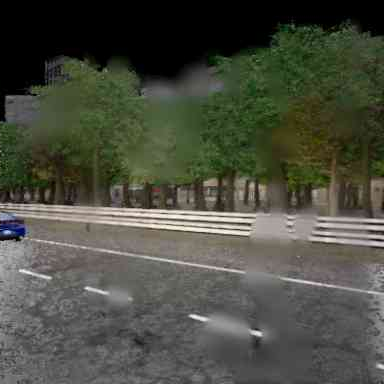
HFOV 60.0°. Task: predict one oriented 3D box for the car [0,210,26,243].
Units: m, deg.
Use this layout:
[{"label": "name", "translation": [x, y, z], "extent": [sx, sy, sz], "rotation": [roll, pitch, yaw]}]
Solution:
[{"label": "car", "translation": [-9.474, 1.495, 14.955], "extent": [5.008, 1.535, 1.882], "rotation": [0, 0, 36]}]
